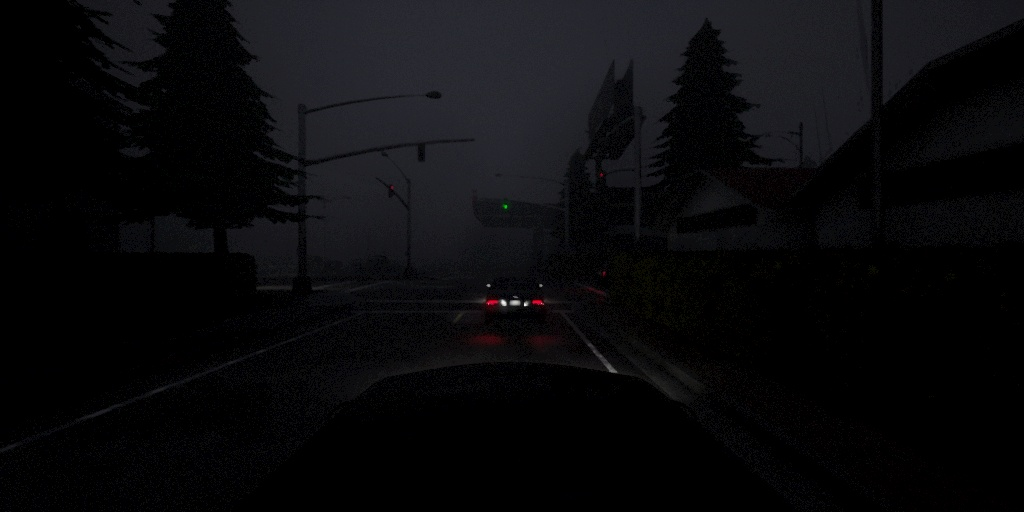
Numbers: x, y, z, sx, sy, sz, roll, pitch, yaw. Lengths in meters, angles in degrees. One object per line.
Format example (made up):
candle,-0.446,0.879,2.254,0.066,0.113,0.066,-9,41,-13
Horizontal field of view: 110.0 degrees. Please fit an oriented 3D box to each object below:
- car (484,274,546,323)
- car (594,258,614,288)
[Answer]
car,0.093,1.298,12.093,2.033,1.411,5.357,0,0,0
car,7.122,0.947,20.463,4.553,1.767,2.097,-1,0,0
